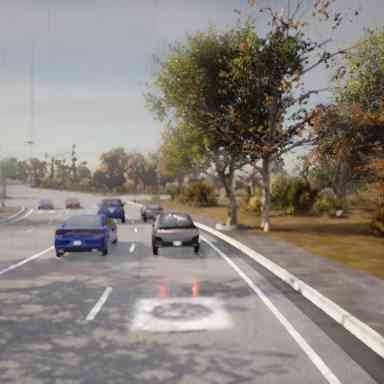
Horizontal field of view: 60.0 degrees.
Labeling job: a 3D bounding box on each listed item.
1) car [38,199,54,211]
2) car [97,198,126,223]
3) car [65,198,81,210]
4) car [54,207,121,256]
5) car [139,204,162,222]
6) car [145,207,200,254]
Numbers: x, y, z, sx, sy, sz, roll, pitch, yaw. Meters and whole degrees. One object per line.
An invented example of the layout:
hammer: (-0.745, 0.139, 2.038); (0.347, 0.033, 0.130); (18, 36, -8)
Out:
car: (-20.284, 1.690, 46.168); (1.812, 1.442, 4.674); (-1, 2, -23)
car: (-6.916, 1.554, 28.626); (2.150, 2.045, 5.566); (-1, 0, -14)
car: (-17.061, 1.573, 47.522); (1.882, 1.535, 5.008); (-1, 2, -23)
car: (-4.306, 1.648, 14.088); (1.882, 1.535, 5.008); (0, 0, -7)
car: (-3.579, 1.790, 29.706); (2.128, 1.511, 4.902); (-1, 0, -14)
car: (-0.803, 1.639, 14.282); (2.128, 1.511, 4.902); (0, 0, -7)
